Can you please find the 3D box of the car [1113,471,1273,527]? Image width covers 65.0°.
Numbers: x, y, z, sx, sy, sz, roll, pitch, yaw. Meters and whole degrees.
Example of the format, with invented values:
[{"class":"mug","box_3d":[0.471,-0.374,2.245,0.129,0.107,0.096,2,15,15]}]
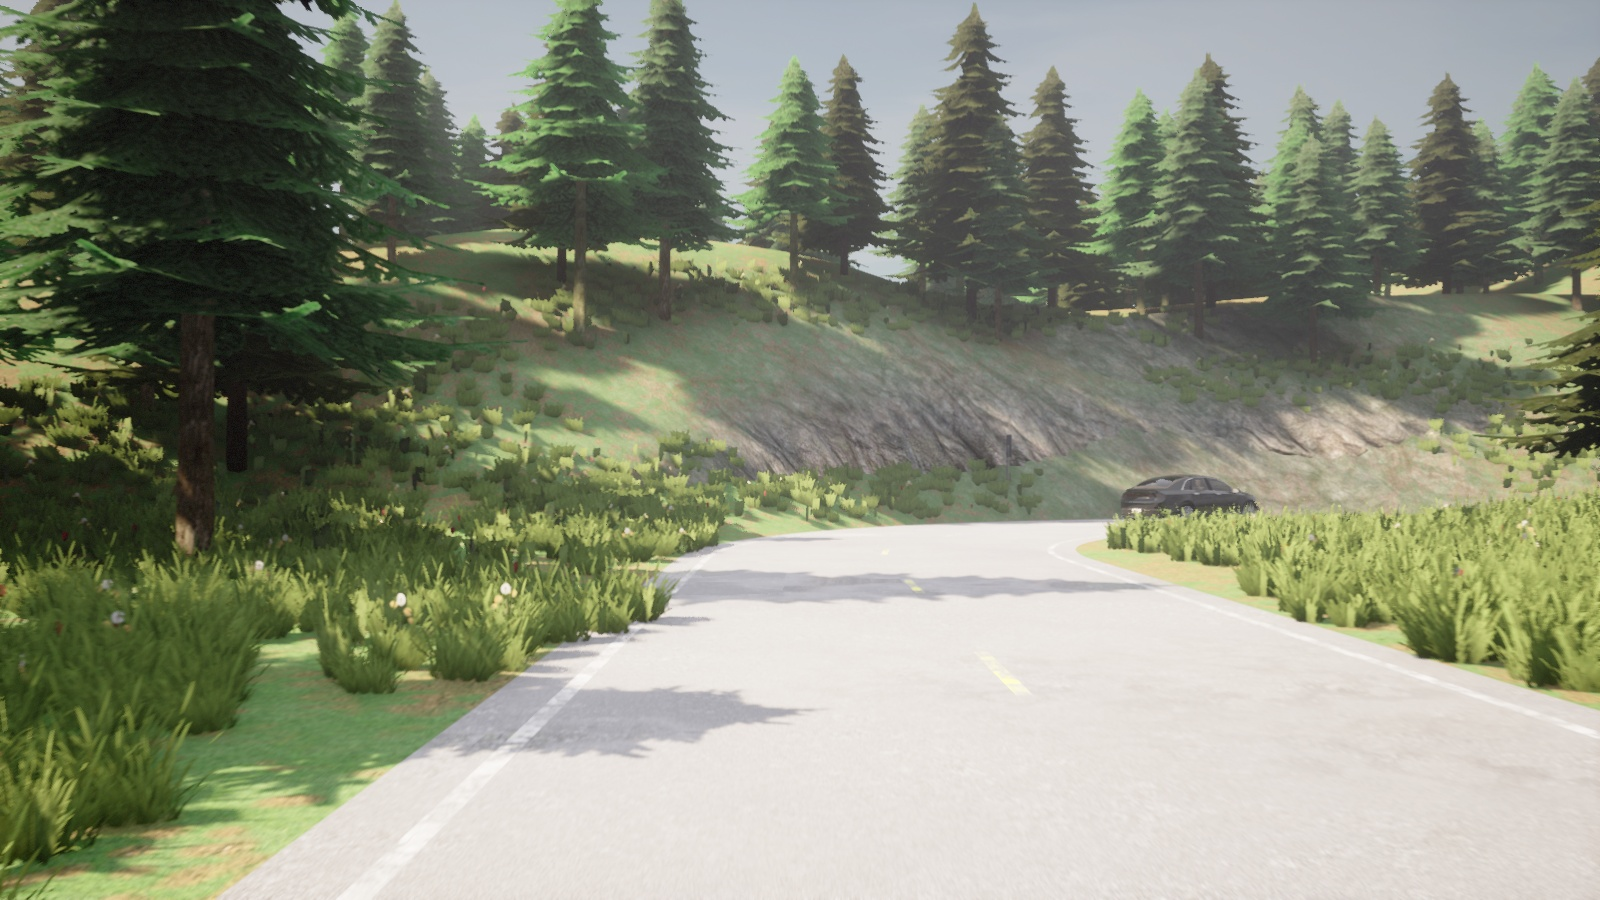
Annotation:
[{"class":"car","box_3d":[11.507,1.387,36.606,4.892,1.490,1.837,0,-2,-35]}]
